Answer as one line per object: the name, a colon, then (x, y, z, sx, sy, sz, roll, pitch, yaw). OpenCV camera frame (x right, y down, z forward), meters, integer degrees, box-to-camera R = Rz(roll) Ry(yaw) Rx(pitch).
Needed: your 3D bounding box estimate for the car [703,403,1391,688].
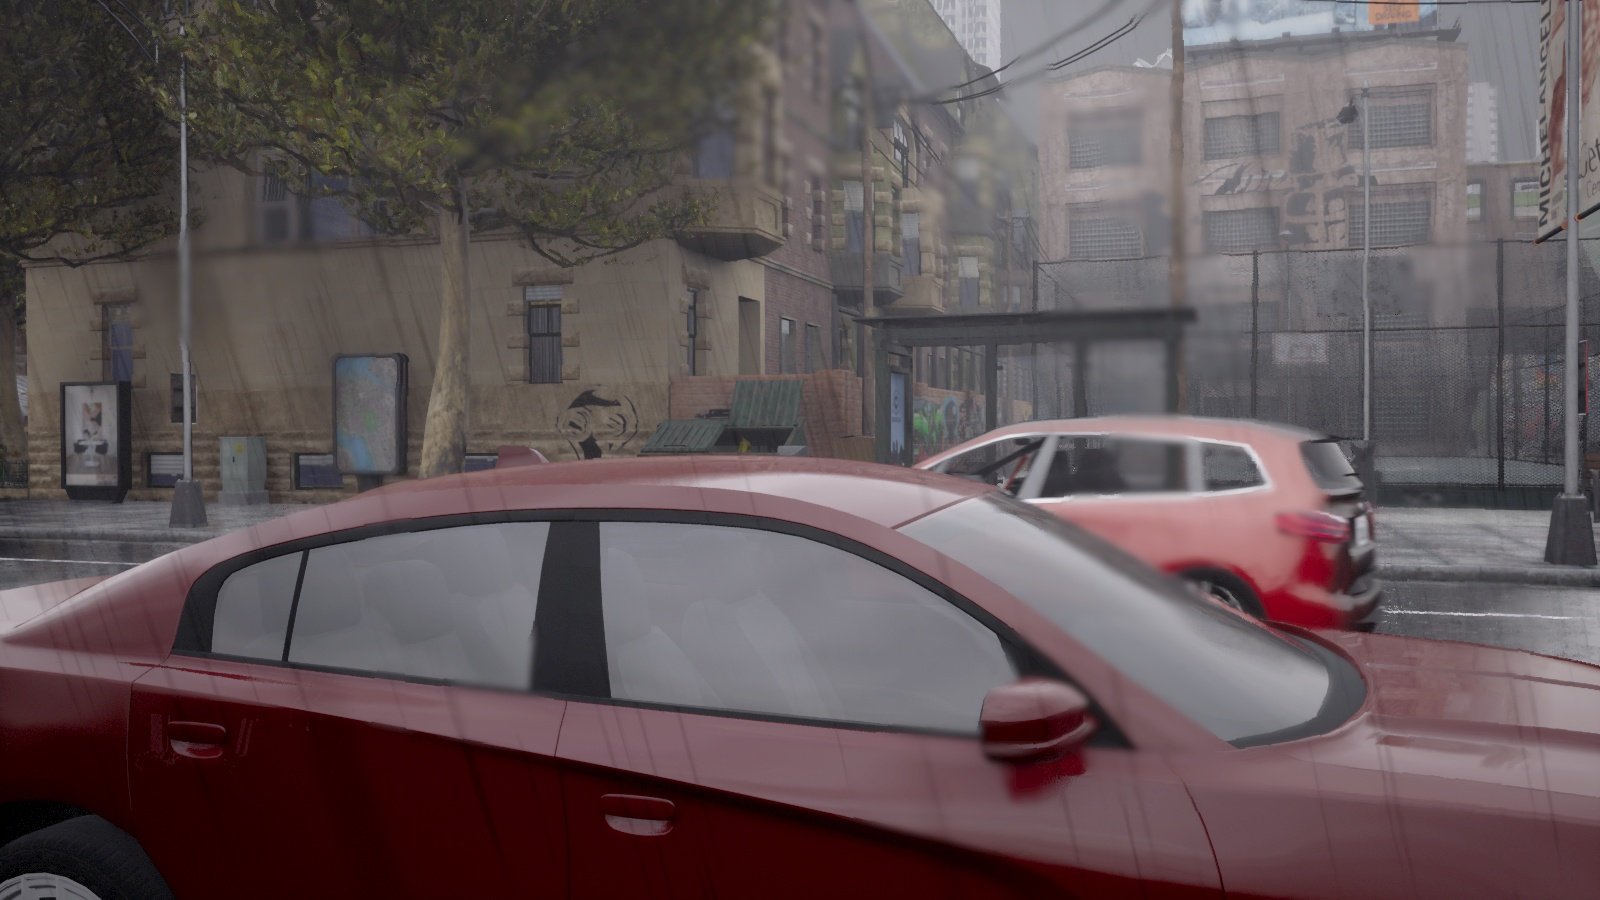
car: (1.798, 0.525, 9.521, 4.611, 1.667, 2.242, 1, 1, 32)

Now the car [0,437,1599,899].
car: (0.026, 0.754, 3.152, 5.008, 1.535, 1.882, 1, 1, 18)
